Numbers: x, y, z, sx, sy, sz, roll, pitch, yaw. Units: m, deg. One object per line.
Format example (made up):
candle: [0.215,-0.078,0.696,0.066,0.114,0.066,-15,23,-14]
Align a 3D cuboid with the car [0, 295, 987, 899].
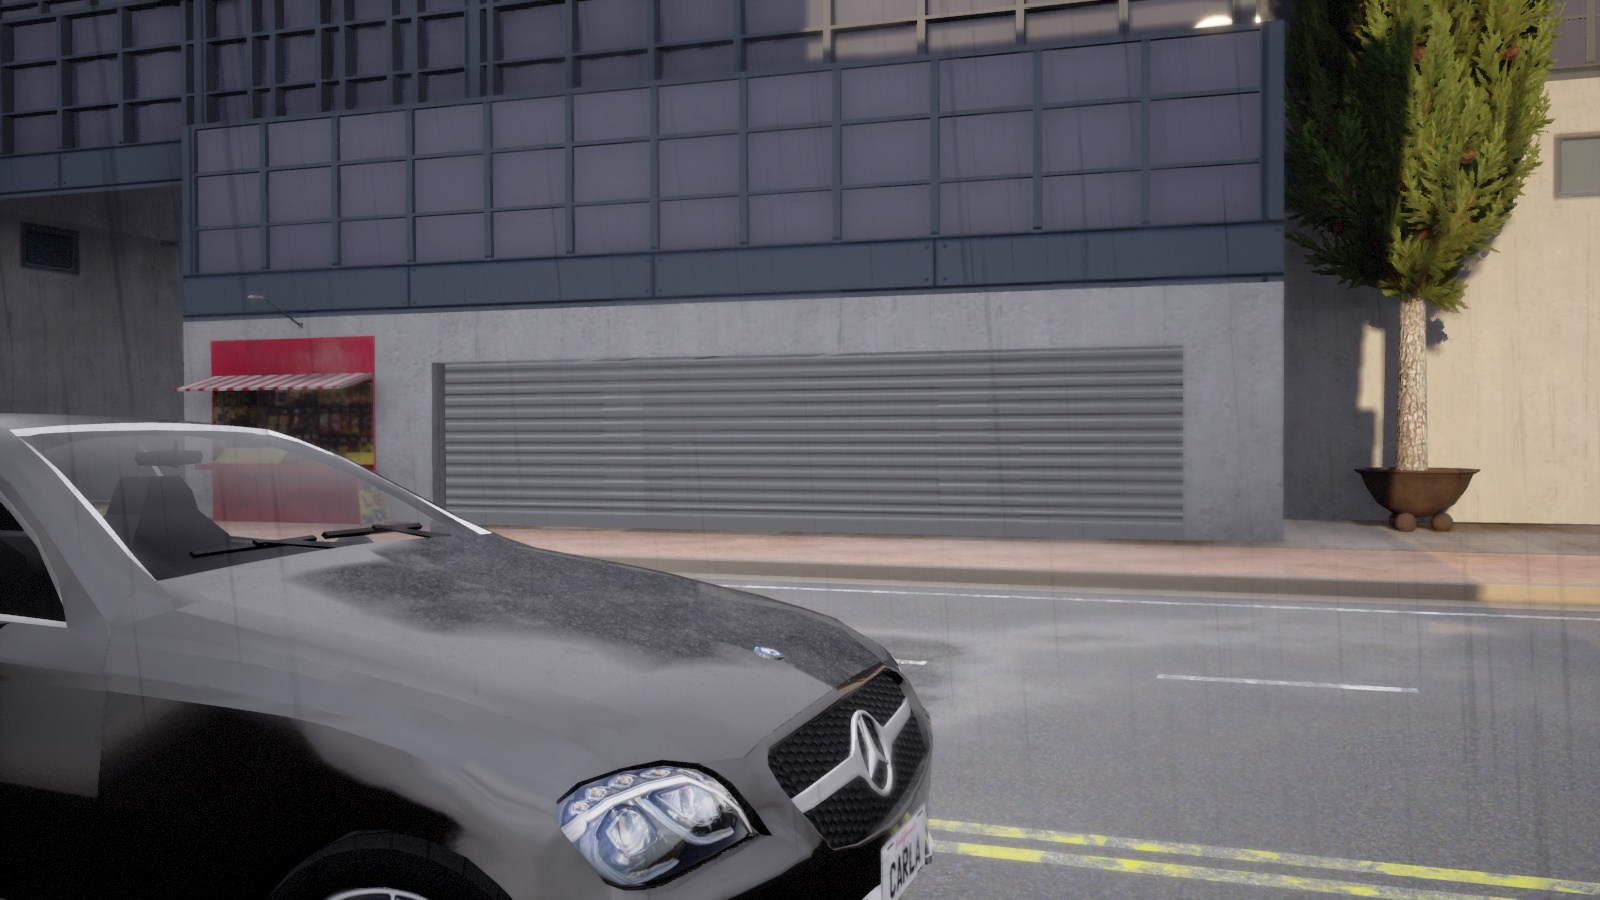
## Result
car: [-2.120,0.535,3.904,5.027,1.651,2.152,1,1,19]
